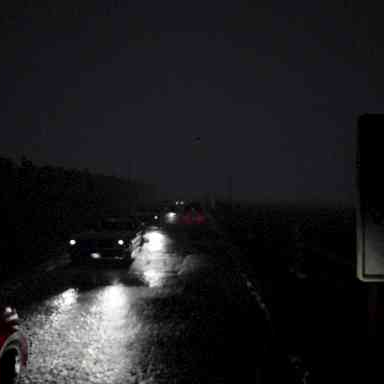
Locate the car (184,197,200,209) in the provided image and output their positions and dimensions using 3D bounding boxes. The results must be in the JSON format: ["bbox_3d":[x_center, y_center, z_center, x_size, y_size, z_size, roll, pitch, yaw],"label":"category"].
[{"bbox_3d":[0.019,1.486,45.543,2.033,1.411,5.357,0,0,0],"label":"car"}]

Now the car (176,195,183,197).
[{"bbox_3d":[-2.755,1.288,74.902,1.994,1.385,4.181,0,0,0],"label":"car"}]

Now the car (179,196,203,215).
[{"bbox_3d":[0.099,1.440,33.725,2.128,1.511,4.902,0,0,0],"label":"car"}]

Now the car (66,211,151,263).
[{"bbox_3d":[-2.850,1.575,12.081,1.895,1.301,4.718,0,0,0],"label":"car"}]

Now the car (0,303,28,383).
[{"bbox_3d":[-2.851,1.558,2.091,1.994,1.385,4.181,0,0,0],"label":"car"}]

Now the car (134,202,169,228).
[{"bbox_3d":[-2.843,1.561,21.849,1.895,1.301,4.718,0,0,0],"label":"car"}]

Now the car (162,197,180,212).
[{"bbox_3d":[-2.752,1.555,37.595,1.994,1.385,4.181,0,0,0],"label":"car"}]
